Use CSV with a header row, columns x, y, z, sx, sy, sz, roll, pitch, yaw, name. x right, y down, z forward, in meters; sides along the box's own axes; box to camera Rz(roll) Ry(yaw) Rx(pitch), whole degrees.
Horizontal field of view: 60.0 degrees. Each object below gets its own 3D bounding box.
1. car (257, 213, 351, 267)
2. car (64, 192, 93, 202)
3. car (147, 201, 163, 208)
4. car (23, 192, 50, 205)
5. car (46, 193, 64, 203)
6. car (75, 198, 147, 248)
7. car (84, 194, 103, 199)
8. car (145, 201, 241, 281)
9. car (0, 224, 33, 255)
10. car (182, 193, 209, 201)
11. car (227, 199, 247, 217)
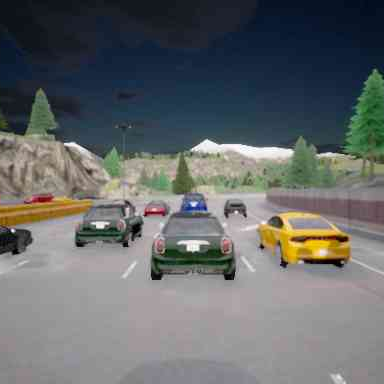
x,y,z,sx,sy,sz,roll,pitch,yaw,name
3.532,1.445,11.383,1.882,1.535,5.008,0,0,0,car
-17.754,1.072,53.875,2.150,2.045,5.566,0,0,12,car
-3.117,1.478,30.672,1.994,1.385,4.181,0,0,4,car
-24.854,1.074,54.098,2.150,2.045,5.566,0,0,12,car
-21.146,1.328,54.643,1.882,1.535,5.008,0,0,12,car
-3.463,1.312,14.678,2.097,1.767,4.553,0,0,0,car
-14.570,1.421,51.961,1.994,1.385,4.181,0,0,11,car
0.030,1.323,9.932,2.097,1.767,4.553,0,0,0,car
-6.971,1.520,10.213,2.033,1.411,5.357,0,0,0,car
0.270,1.138,29.127,2.150,2.045,5.566,0,0,3,car
3.856,1.419,30.197,1.837,1.490,4.892,0,0,4,car
